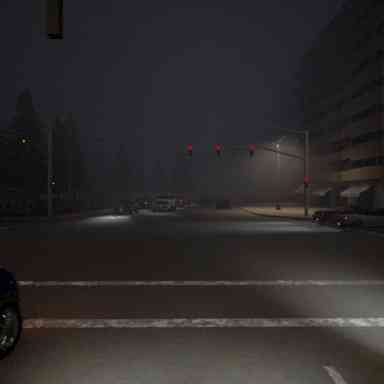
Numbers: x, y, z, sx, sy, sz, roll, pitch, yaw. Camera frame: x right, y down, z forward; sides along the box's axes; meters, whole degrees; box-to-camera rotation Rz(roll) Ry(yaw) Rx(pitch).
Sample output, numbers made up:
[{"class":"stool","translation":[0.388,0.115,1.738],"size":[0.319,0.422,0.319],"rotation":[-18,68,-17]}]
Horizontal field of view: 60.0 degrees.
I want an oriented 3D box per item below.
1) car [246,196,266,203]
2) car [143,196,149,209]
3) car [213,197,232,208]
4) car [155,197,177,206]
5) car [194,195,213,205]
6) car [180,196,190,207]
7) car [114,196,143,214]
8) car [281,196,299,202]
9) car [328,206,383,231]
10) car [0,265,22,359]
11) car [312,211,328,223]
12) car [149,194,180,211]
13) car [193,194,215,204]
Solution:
[{"class":"car","translation":[13.142,1.477,68.108],"size":[5.008,1.535,1.882],"rotation":[0,0,-41]},{"class":"car","translation":[-6.370,1.352,44.371],"size":[2.097,1.767,4.553],"rotation":[0,0,7]},{"class":"car","translation":[4.604,1.477,46.943],"size":[1.882,1.535,5.008],"rotation":[0,0,11]},{"class":"car","translation":[-4.219,1.526,54.367],"size":[1.812,1.442,4.674],"rotation":[0,0,20]},{"class":"car","translation":[2.071,1.491,59.867],"size":[2.128,1.511,4.902],"rotation":[0,0,30]},{"class":"car","translation":[-1.813,1.352,50.398],"size":[2.097,1.767,4.553],"rotation":[0,0,16]},{"class":"car","translation":[-6.921,1.491,35.286],"size":[2.128,1.511,4.902],"rotation":[0,0,2]},{"class":"car","translation":[21.938,1.525,73.634],"size":[4.902,1.511,2.128],"rotation":[0,0,-22]},{"class":"car","translation":[11.289,1.652,20.536],"size":[4.718,1.301,1.895],"rotation":[0,0,0]},{"class":"car","translation":[-3.569,1.352,2.933],"size":[2.097,1.767,4.553],"rotation":[0,0,2]},{"class":"car","translation":[11.298,1.654,24.036],"size":[4.718,1.301,1.895],"rotation":[0,0,0]},{"class":"car","translation":[-3.272,1.221,40.398],"size":[2.150,2.045,5.566],"rotation":[0,0,6]},{"class":"car","translation":[2.432,1.354,66.855],"size":[2.097,1.767,4.553],"rotation":[0,0,38]}]
